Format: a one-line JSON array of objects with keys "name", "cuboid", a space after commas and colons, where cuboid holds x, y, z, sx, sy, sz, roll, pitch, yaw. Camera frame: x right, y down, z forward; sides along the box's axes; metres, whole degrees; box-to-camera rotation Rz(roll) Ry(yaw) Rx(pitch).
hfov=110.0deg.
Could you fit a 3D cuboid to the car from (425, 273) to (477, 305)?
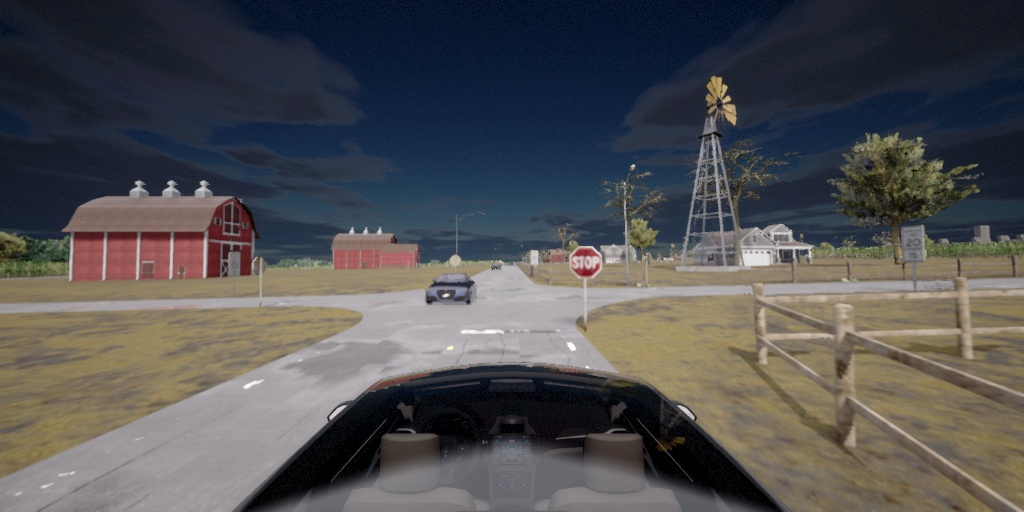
[{"name": "car", "cuboid": [-2.783, 1.493, 17.136, 1.994, 1.385, 4.181, 0, -1, 0]}]
